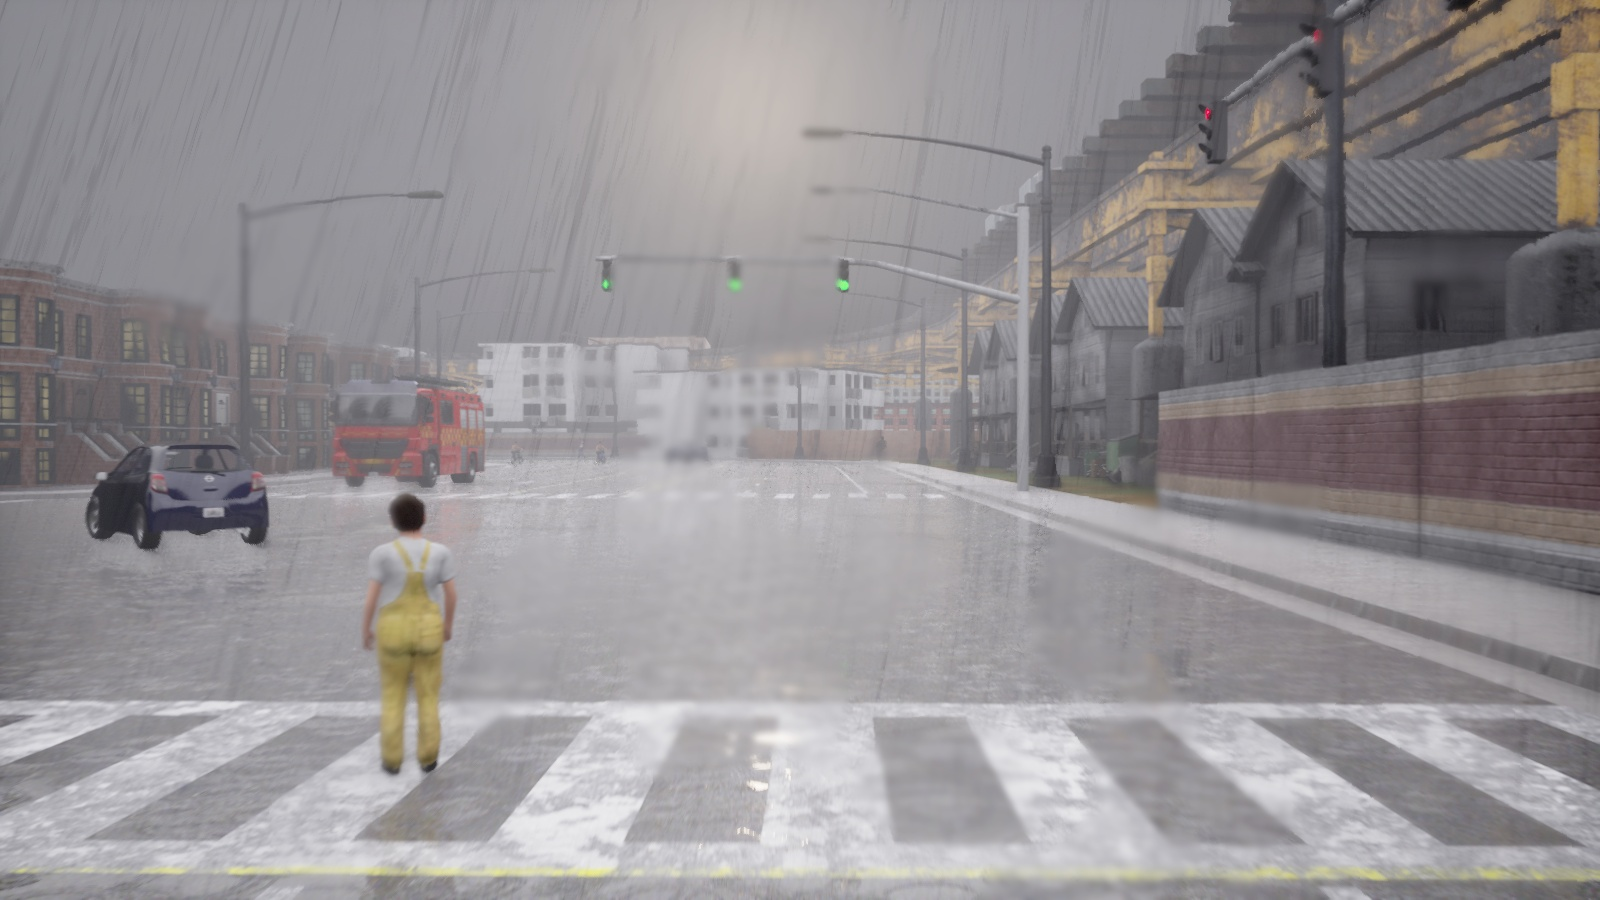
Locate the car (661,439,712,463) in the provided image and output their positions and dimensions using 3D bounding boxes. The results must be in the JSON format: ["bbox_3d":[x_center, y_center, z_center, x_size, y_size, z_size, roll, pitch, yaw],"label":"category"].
[{"bbox_3d":[-8.501,0.070,93.705,2.097,1.767,4.553,0,0,-31],"label":"car"}]

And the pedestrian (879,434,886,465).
[{"bbox_3d":[5.191,-0.039,78.986,0.395,1.930,0.692,0,0,-3],"label":"pedestrian"}]

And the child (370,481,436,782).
[{"bbox_3d":[-1.767,0.779,5.592,0.270,1.263,0.437,0,0,-18],"label":"child"}]

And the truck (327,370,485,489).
[{"bbox_3d":[-13.724,-0.680,44.555,2.891,3.827,8.468,0,0,0],"label":"truck"}]

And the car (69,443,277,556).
[{"bbox_3d":[-9.400,0.647,18.705,1.845,1.501,3.633,0,0,-42],"label":"car"}]
